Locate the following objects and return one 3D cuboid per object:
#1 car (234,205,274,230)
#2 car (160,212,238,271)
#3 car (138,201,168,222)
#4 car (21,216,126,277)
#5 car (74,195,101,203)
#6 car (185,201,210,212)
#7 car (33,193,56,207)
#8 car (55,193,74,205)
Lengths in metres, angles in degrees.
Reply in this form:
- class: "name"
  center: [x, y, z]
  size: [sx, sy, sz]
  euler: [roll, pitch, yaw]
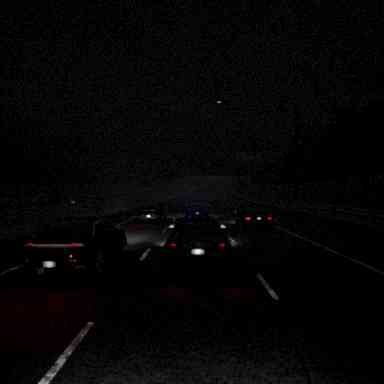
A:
- class: "car"
  center: [3.820, 1.535, 21.162]
  size: [2.033, 1.411, 5.357]
  euler: [0, 0, 1]
- class: "car"
  center: [0.174, 1.557, 10.847]
  size: [1.994, 1.385, 4.181]
  euler: [0, 0, 1]
- class: "car"
  center: [-3.066, 1.484, 26.336]
  size: [1.837, 1.490, 4.892]
  euler: [0, 0, 1]
- class: "car"
  center: [-3.332, 1.483, 10.233]
  size: [2.128, 1.511, 4.902]
  euler: [0, 0, 1]
- class: "car"
  center: [-13.225, 1.502, 43.875]
  size: [2.033, 1.411, 5.357]
  euler: [0, 0, 2]
- class: "car"
  center: [0.469, 1.458, 27.722]
  size: [1.882, 1.535, 5.008]
  euler: [0, 0, 1]
- class: "car"
  center: [-20.095, 1.167, 46.748]
  size: [2.150, 2.045, 5.566]
  euler: [0, 0, 3]
- class: "car"
  center: [-16.615, 1.298, 46.243]
  size: [2.097, 1.767, 4.553]
  euler: [0, 0, 3]
